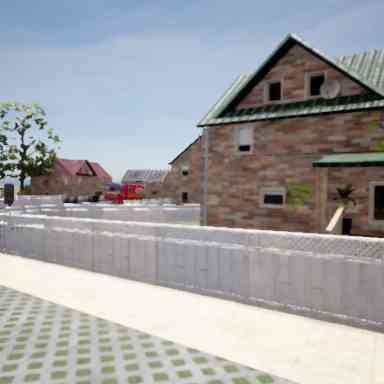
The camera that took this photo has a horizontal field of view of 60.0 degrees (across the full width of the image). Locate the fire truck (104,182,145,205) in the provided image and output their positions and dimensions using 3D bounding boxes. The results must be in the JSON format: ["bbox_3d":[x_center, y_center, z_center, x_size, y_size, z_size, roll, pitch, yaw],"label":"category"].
[{"bbox_3d":[-10.754,0.296,53.814,2.891,3.827,8.468,2,1,19],"label":"fire truck"}]
